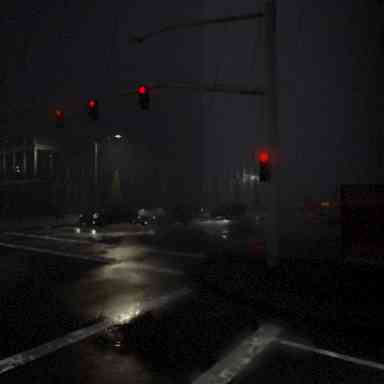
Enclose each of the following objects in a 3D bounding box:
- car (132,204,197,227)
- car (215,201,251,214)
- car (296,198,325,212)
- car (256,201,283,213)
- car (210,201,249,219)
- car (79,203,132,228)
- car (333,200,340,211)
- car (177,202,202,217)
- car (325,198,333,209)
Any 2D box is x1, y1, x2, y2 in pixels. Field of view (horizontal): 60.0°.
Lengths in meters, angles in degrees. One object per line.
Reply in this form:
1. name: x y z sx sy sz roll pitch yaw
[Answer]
1. car: -1.918 1.849 24.886 1.895 1.301 4.718 -1 0 36
2. car: 5.106 1.837 40.680 2.033 1.411 5.357 -1 0 35
3. car: 14.642 1.553 41.639 2.097 1.767 4.553 -1 0 36
4. car: 9.585 1.772 40.897 1.812 1.442 4.674 -1 0 36
5. car: 3.605 1.725 32.585 1.882 1.535 5.008 -1 0 35
6. car: -6.185 1.644 24.943 2.097 1.767 4.553 -1 0 36
7. car: 20.382 1.635 43.635 1.882 1.535 5.008 -1 -1 36
8. car: -0.858 1.796 32.368 1.837 1.490 4.892 -1 0 36
9. car: 19.960 1.677 49.055 1.882 1.535 5.008 -1 -1 36
